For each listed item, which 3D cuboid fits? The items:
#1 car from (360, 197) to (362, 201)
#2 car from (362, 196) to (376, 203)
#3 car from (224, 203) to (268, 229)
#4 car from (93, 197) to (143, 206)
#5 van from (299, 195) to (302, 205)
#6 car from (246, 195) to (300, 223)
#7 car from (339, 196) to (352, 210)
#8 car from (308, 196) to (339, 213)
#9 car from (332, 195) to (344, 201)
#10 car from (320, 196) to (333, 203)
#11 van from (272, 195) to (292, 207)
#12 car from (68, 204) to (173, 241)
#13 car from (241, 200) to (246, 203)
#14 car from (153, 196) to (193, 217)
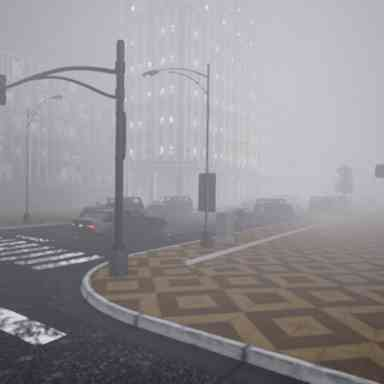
[{"bbox_3d":[43.930,1.648,84.266,2.128,1.511,4.902,1,1,35],"label":"car"},{"bbox_3d":[39.474,1.592,73.531,1.967,1.590,4.097,1,1,35],"label":"car"},{"bbox_3d":[3.200,1.663,22.060,1.802,1.307,4.206,1,0,35],"label":"car"},{"bbox_3d":[-5.520,1.266,23.821,2.192,1.841,5.009,1,0,35],"label":"car"},{"bbox_3d":[17.020,1.342,55.442,1.690,1.788,3.998,1,1,35],"label":"van"},{"bbox_3d":[6.692,1.404,26.987,2.192,1.841,5.009,1,0,35],"label":"car"},{"bbox_3d":[20.247,1.431,46.362,2.192,1.841,5.009,1,1,35],"label":"car"},{"bbox_3d":[15.266,1.422,39.235,2.192,1.841,5.009,1,1,35],"label":"car"},{"bbox_3d":[36.149,1.561,82.473,1.752,1.417,4.829,1,1,35],"label":"car"},{"bbox_3d":[29.836,1.607,73.556,1.802,1.307,4.206,1,1,35],"label":"car"},{"bbox_3d":[13.815,1.336,50.915,1.690,1.788,3.998,1,1,35],"label":"van"},{"bbox_3d":[-3.595,1.576,17.117,2.033,1.411,5.357,1,1,35],"label":"car"},{"bbox_3d":[7.646,1.421,42.313,1.967,1.590,4.097,1,1,35],"label":"car"},{"bbox_3d":[-1.862,1.274,28.989,2.192,1.841,5.009,1,0,35],"label":"car"}]
